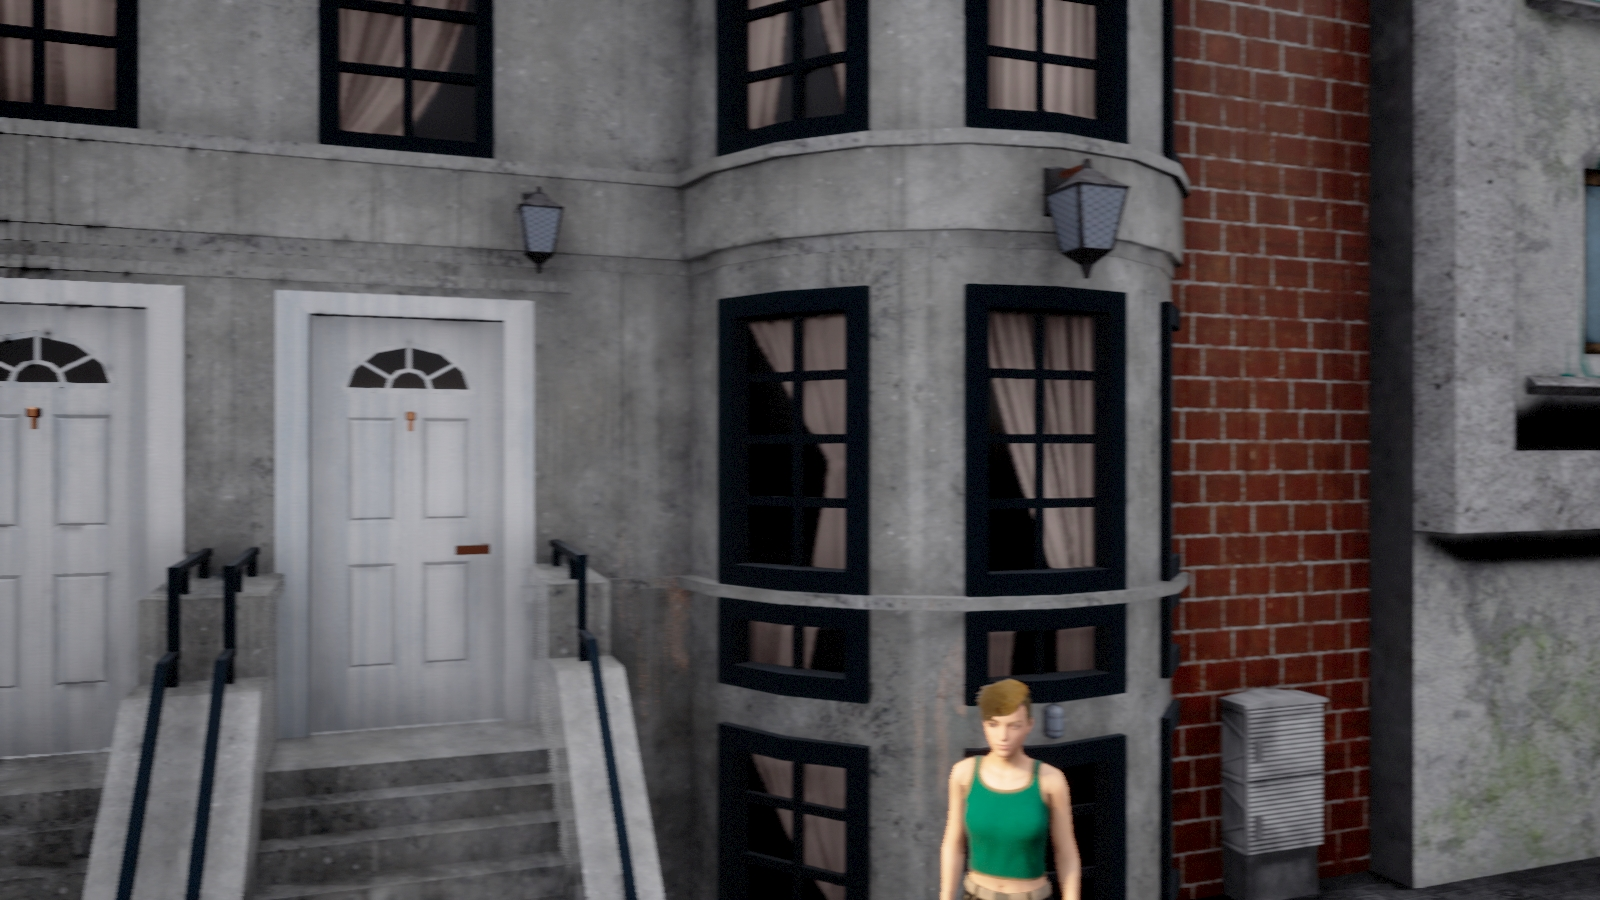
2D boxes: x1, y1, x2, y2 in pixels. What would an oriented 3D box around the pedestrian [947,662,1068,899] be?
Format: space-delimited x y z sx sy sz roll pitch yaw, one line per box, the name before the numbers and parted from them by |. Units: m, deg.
pedestrian | 0.760 1.744 4.154 0.375 1.860 0.375 0 0 20
